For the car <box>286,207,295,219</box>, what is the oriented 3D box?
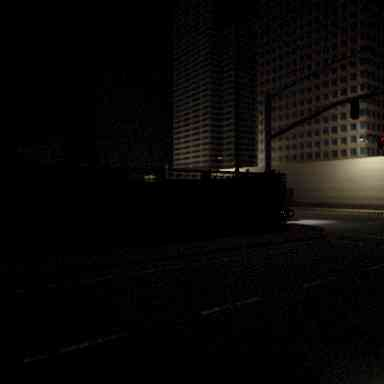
[{"bbox_3d":[6.164,1.436,27.295,1.837,1.490,4.892,0,0,-34],"label":"car"}]
